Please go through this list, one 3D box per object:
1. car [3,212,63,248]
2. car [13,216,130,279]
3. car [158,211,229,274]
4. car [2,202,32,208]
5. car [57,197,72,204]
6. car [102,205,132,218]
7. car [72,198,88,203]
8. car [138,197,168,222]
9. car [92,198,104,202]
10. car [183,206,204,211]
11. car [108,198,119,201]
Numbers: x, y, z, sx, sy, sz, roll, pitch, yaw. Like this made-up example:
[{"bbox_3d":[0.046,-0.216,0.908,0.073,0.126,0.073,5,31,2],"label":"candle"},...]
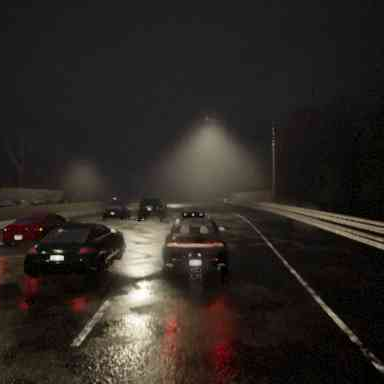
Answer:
[{"bbox_3d":[-6.905,1.668,15.553,1.812,1.442,4.674,0,-1,0],"label":"car"},{"bbox_3d":[-3.411,1.659,10.423,1.994,1.385,4.181,0,-1,0],"label":"car"},{"bbox_3d":[0.091,1.593,10.852,2.128,1.511,4.902,0,0,0],"label":"car"},{"bbox_3d":[-17.597,1.804,33.370,2.128,1.511,4.902,0,-1,0],"label":"car"},{"bbox_3d":[-28.009,2.005,73.382,2.097,1.767,4.553,0,-1,0],"label":"car"},{"bbox_3d":[-6.907,1.853,30.932,1.994,1.385,4.181,0,-1,0],"label":"car"},{"bbox_3d":[-24.509,2.135,74.183,1.812,1.442,4.674,0,-1,0],"label":"car"},{"bbox_3d":[-3.406,1.496,29.391,2.150,2.045,5.566,0,-1,0],"label":"car"},{"bbox_3d":[-21.009,2.111,74.184,1.837,1.490,4.892,0,-1,0],"label":"car"},{"bbox_3d":[0.093,1.870,28.812,1.895,1.301,4.718,0,-1,0],"label":"car"},{"bbox_3d":[-17.509,2.042,74.794,2.033,1.411,5.357,0,-1,0],"label":"car"}]
